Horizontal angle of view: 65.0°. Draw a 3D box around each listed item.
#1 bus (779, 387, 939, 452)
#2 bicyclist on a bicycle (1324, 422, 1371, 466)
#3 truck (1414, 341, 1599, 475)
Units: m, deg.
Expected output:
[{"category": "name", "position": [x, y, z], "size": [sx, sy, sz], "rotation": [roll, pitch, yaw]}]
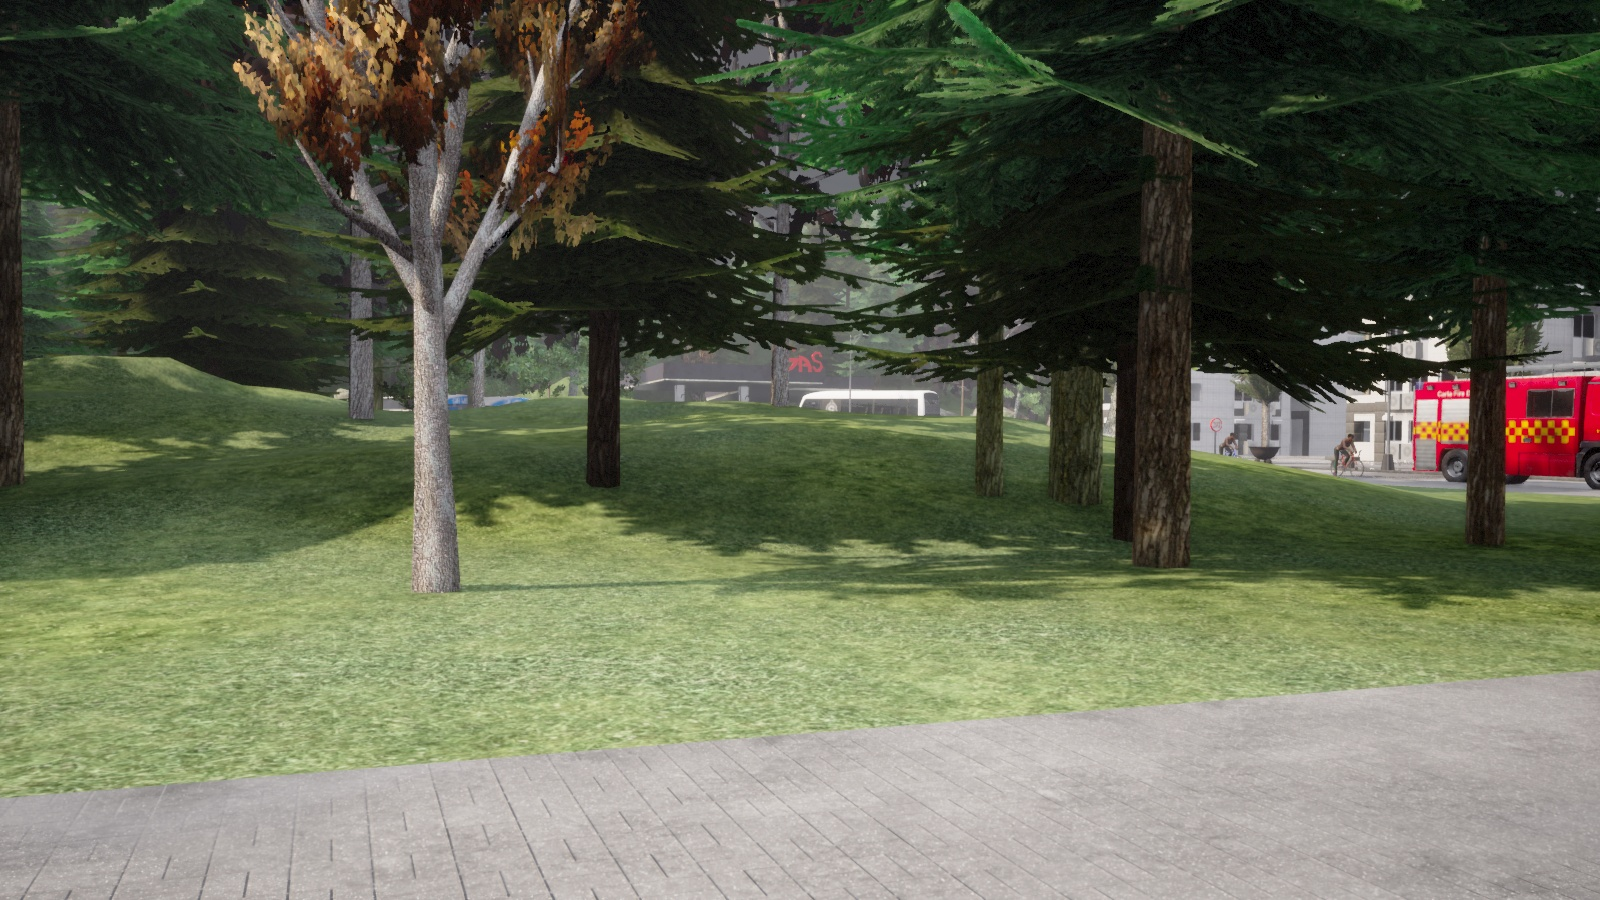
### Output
[{"category": "bus", "position": [4.024, -2.029, 86.330], "size": [10.273, 4.253, 3.944], "rotation": [0, 1, 28]}, {"category": "bicyclist on a bicycle", "position": [20.321, -0.227, 46.636], "size": [0.582, 1.620, 1.656], "rotation": [-1, 1, -20]}, {"category": "truck", "position": [23.339, -1.245, 38.456], "size": [2.891, 3.827, 8.468], "rotation": [-1, 1, -20]}]
